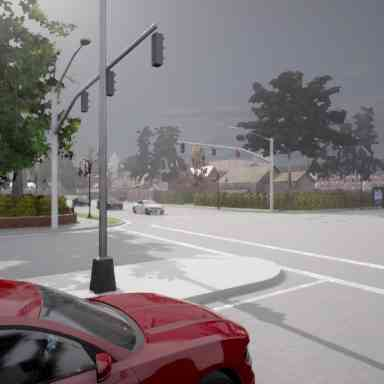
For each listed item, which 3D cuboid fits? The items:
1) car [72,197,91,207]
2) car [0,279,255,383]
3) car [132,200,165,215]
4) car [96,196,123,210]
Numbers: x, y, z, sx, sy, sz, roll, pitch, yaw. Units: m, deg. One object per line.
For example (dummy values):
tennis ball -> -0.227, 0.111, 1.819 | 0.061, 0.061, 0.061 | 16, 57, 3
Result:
car -> -17.219, 1.505, 51.805 | 1.837, 1.490, 4.892 | 0, 0, -36
car -> -1.680, 1.478, 2.570 | 5.008, 1.535, 1.882 | 0, 0, -35
car -> -4.618, 1.526, 34.389 | 1.812, 1.442, 4.674 | 0, 0, -35
car -> -10.537, 1.352, 42.572 | 2.097, 1.767, 4.553 | 0, 0, -36
